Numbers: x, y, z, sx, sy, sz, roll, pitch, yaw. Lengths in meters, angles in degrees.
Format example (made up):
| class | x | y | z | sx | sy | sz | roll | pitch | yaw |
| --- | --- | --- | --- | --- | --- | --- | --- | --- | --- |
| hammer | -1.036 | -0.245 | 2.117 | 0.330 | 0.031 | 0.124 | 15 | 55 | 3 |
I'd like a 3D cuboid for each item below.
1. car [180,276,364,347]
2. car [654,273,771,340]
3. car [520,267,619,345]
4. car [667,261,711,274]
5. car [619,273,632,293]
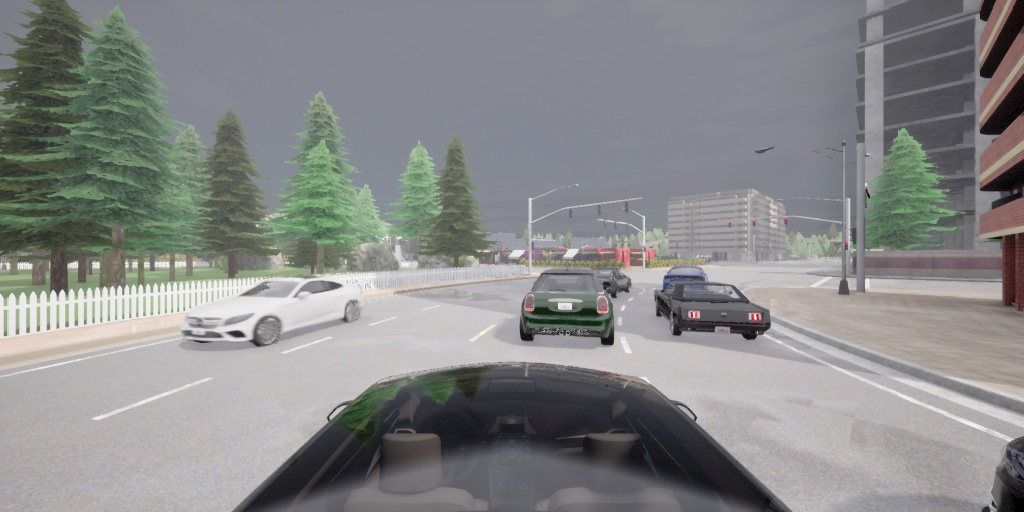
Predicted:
| class | x | y | z | sx | sy | sz | roll | pitch | yaw |
| --- | --- | --- | --- | --- | --- | --- | --- | --- | --- |
| car | -5.871 | 1.276 | 9.558 | 1.812 | 1.442 | 4.674 | 0 | 0 | 12 |
| car | 5.227 | 1.351 | 10.092 | 1.895 | 1.301 | 4.718 | 0 | 0 | 14 |
| car | 1.598 | 1.102 | 9.792 | 2.097 | 1.767 | 4.553 | 0 | 0 | 12 |
| car | 9.082 | 1.228 | 18.605 | 1.882 | 1.535 | 5.008 | 0 | 0 | 30 |
| car | 4.827 | 1.297 | 18.552 | 2.033 | 1.411 | 5.357 | 0 | 0 | 29 |
